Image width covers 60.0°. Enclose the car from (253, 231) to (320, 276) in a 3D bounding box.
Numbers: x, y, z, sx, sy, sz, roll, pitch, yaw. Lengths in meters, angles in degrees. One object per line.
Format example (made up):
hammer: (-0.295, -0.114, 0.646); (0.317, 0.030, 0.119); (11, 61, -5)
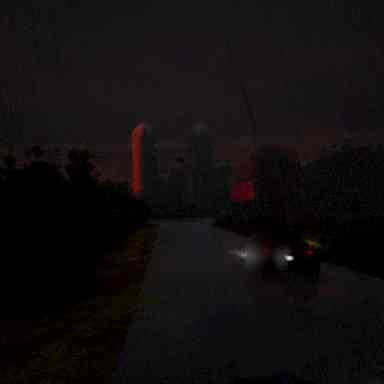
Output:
car: (3.344, 2.121, 12.265); (1.994, 1.385, 4.181); (-1, -3, 10)
